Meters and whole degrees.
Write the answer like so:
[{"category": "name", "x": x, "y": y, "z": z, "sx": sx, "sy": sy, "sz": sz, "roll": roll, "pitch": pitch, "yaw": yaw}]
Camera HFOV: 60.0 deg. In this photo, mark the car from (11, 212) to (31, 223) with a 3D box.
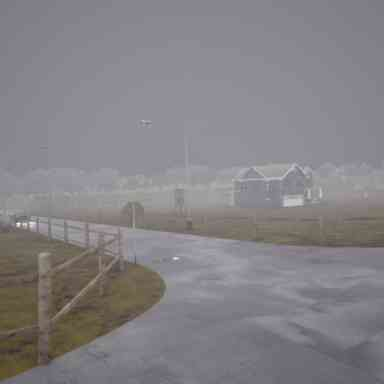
[{"category": "car", "x": -23.791, "y": 3.478, "z": 46.252, "sx": 1.895, "sy": 1.301, "sz": 4.718, "roll": -2, "pitch": -1, "yaw": -36}]
